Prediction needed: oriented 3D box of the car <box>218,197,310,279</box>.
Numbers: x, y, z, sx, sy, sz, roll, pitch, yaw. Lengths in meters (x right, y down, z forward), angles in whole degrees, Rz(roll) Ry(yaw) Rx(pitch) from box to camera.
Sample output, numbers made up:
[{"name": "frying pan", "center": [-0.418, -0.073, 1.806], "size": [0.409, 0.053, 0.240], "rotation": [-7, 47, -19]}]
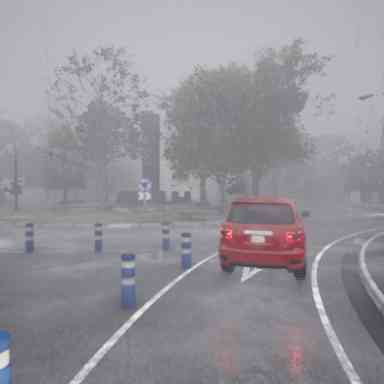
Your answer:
[{"name": "car", "center": [2.355, 1.148, 10.184], "size": [2.150, 2.045, 5.566], "rotation": [0, 1, 18]}]

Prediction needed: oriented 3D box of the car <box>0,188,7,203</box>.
[{"name": "car", "center": [-27.093, 0.541, 43.467], "size": [2.150, 2.045, 5.566], "rotation": [0, 1, 21]}]
